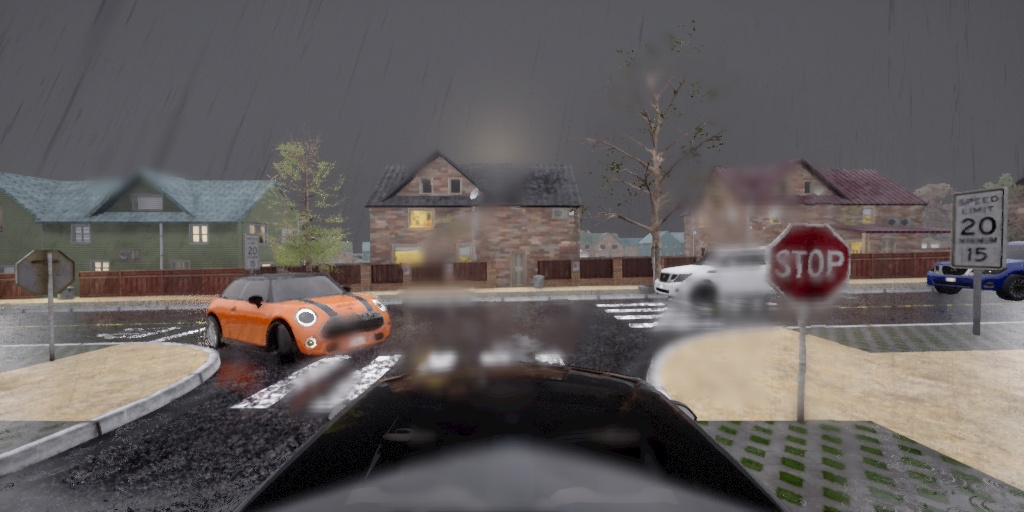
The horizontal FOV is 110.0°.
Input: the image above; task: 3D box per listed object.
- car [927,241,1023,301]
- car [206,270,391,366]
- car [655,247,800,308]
[{"bbox_3d":[18.931,0.453,13.195,5.566,2.045,2.150,-1,1,0],"label":"car"},{"bbox_3d":[-4.892,1.169,8.138,4.553,1.767,2.097,-3,0,32],"label":"car"},{"bbox_3d":[8.257,0.704,13.213,5.566,2.045,2.150,-1,1,0],"label":"car"}]
